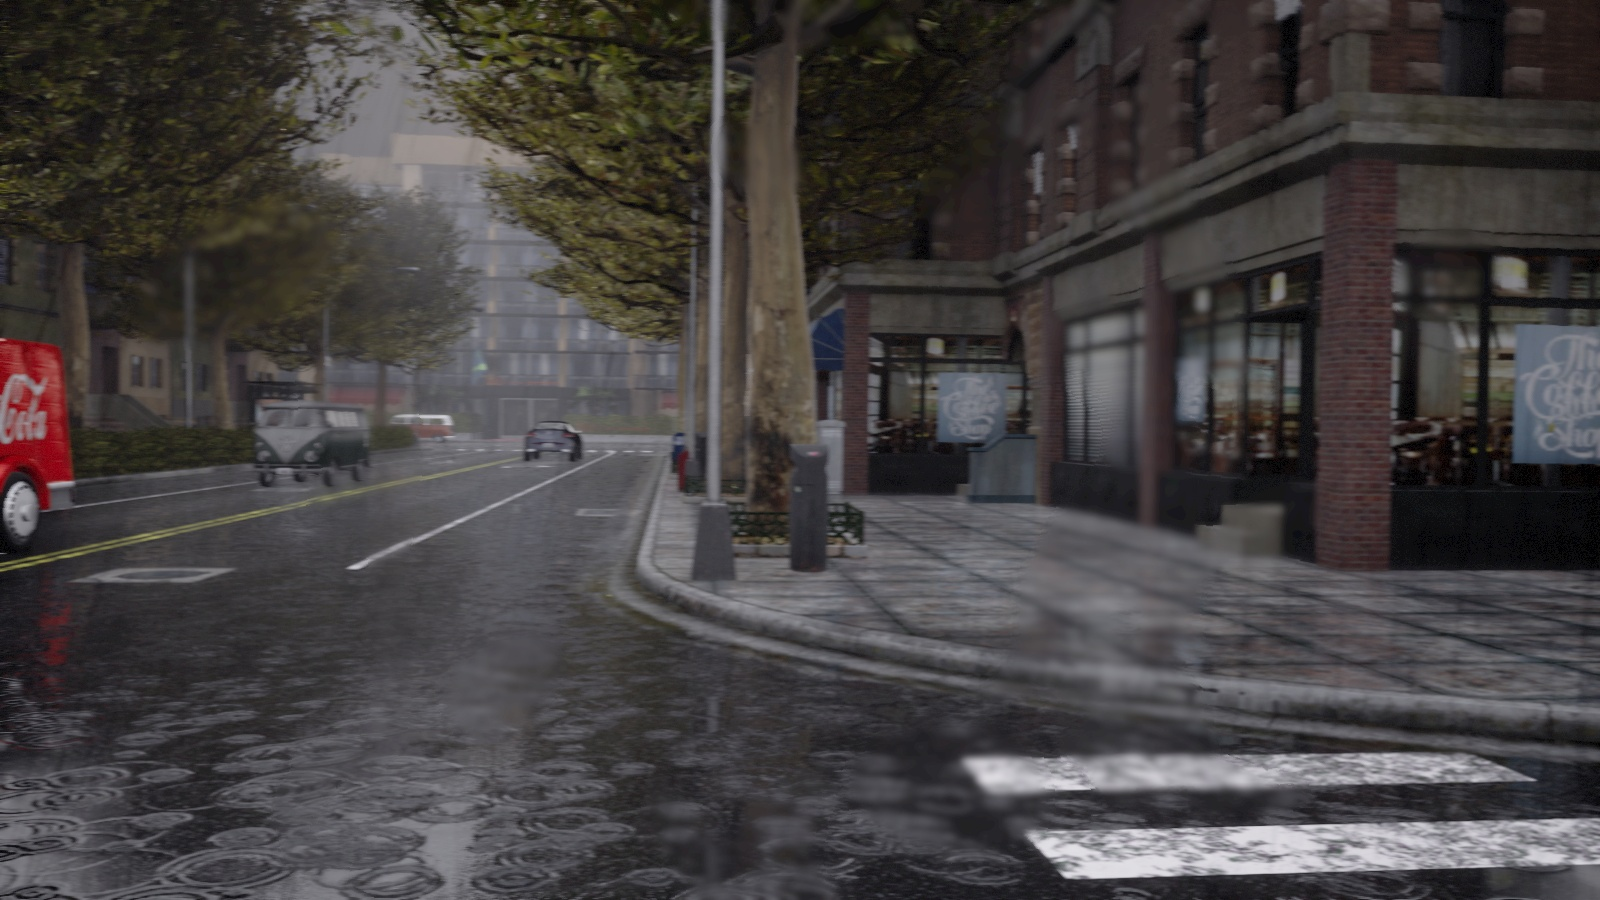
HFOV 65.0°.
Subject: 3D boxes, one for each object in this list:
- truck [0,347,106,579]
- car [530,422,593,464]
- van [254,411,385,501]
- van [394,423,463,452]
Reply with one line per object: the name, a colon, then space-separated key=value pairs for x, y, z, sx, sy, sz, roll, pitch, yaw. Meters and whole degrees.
truck: x=-9.782 y=0.154 z=13.011 sx=2.627 sy=2.467 sz=5.204 roll=-1 pitch=1 yaw=-5
car: x=-10.011 y=-0.333 z=53.018 sx=2.152 sy=1.651 sz=5.027 roll=-1 pitch=1 yaw=-5
van: x=-11.377 y=0.089 z=30.066 sx=1.775 sy=1.987 sz=4.442 roll=-1 pitch=1 yaw=-5
van: x=-26.894 y=-0.945 z=90.954 sx=4.480 sy=2.038 sz=2.069 roll=-1 pitch=1 yaw=-6
